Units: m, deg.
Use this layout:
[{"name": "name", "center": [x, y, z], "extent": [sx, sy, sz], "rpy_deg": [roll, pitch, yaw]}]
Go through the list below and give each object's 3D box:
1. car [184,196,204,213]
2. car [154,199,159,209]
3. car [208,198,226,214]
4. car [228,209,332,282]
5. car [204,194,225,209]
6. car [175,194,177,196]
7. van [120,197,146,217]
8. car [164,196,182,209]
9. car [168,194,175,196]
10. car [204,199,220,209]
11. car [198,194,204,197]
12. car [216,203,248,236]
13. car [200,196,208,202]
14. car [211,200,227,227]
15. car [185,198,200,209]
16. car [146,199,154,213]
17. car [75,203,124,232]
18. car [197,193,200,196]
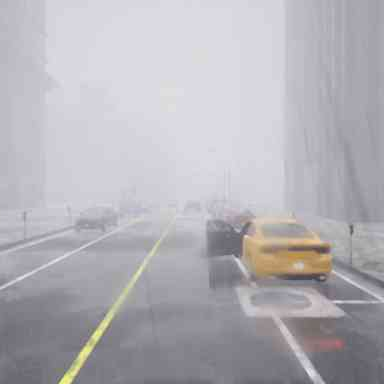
[{"name": "car", "center": [0.112, 1.574, 38.279], "extent": [1.837, 1.490, 4.892], "rpy_deg": [0, 0, 0]}, {"name": "car", "center": [-5.720, 1.667, 47.574], "extent": [1.802, 1.307, 4.206], "rpy_deg": [0, 0, 0]}, {"name": "car", "center": [2.790, 1.583, 31.442], "extent": [1.752, 1.417, 4.829], "rpy_deg": [0, 0, 0]}, {"name": "car", "center": [2.370, 1.494, 9.847], "extent": [1.882, 1.535, 5.008], "rpy_deg": [0, 0, 0]}, {"name": "car", "center": [2.794, 1.382, 36.697], "extent": [2.192, 1.841, 5.009], "rpy_deg": [0, 0, 0]}, {"name": "car", "center": [-5.683, 1.576, 84.853], "extent": [1.967, 1.590, 4.097], "rpy_deg": [0, 0, 0]}, {"name": "van", "center": [-5.736, 1.397, 31.295], "extent": [1.690, 1.788, 3.998], "rpy_deg": [0, 0, 0]}, {"name": "car", "center": [-2.962, 1.633, 47.653], "extent": [2.033, 1.411, 5.357], "rpy_deg": [0, 0, 0]}, {"name": "car", "center": [-5.688, 1.680, 79.433], "extent": [2.008, 1.369, 4.403], "rpy_deg": [0, 0, 0]}, {"name": "car", "center": [2.806, 1.652, 47.547], "extent": [1.947, 1.339, 4.313], "rpy_deg": [0, 0, 0]}, {"name": "car", "center": [2.832, 1.689, 73.984], "extent": [1.947, 1.339, 4.313], "rpy_deg": [0, 0, 0]}, {"name": "car", "center": [2.778, 1.581, 20.422], "extent": [1.887, 1.381, 4.507], "rpy_deg": [0, 0, 0]}, {"name": "car", "center": [2.838, 1.696, 79.404], "extent": [1.947, 1.339, 4.313], "rpy_deg": [0, 0, 0]}, {"name": "car", "center": [2.784, 1.598, 25.846], "extent": [2.008, 1.369, 4.403], "rpy_deg": [0, 0, 0]}, {"name": "car", "center": [0.048, 1.651, 48.307], "extent": [1.994, 1.385, 4.181], "rpy_deg": [0, 0, 0]}, {"name": "car", "center": [-5.731, 1.506, 36.721], "extent": [1.967, 1.590, 4.097], "rpy_deg": [0, 0, 0]}, {"name": "car", "center": [-5.746, 1.580, 20.442], "extent": [1.887, 1.381, 4.507], "rpy_deg": [0, 0, 0]}, {"name": "car", "center": [2.843, 1.662, 84.995], "extent": [1.752, 1.417, 4.829], "rpy_deg": [0, 0, 0]}]
